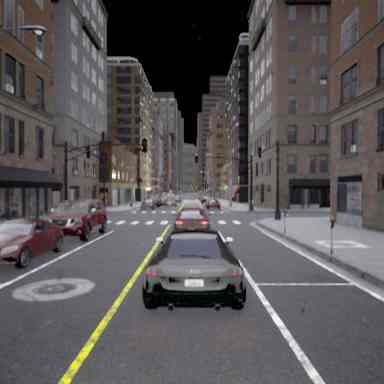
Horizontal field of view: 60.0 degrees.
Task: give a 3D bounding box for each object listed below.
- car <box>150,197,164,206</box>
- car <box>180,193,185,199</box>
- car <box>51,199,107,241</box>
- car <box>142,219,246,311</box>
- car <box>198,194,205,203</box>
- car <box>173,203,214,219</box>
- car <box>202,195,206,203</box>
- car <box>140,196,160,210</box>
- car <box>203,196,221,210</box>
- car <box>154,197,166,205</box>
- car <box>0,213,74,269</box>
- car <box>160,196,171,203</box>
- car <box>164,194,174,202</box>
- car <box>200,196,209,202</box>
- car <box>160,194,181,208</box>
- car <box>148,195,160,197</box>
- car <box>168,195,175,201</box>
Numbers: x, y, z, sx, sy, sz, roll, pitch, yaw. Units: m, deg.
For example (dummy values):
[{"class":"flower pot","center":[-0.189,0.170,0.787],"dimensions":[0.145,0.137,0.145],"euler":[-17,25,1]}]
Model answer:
[{"class":"car","center":[-5.724,1.576,54.820],"dimensions":[1.887,1.381,4.507],"euler":[-1,0,0]},{"class":"car","center":[-3.092,1.540,65.552],"dimensions":[2.128,1.511,4.902],"euler":[0,0,0]},{"class":"car","center":[-5.693,1.315,16.690],"dimensions":[2.192,1.841,5.009],"euler":[-1,0,0]},{"class":"car","center":[0.060,1.563,7.837],"dimensions":[1.994,1.385,4.181],"euler":[0,0,1]},{"class":"car","center":[2.792,1.594,65.978],"dimensions":[1.887,1.381,4.507],"euler":[-1,0,0]},{"class":"car","center":[0.005,1.526,16.974],"dimensions":[1.812,1.442,4.674],"euler":[0,0,0]},{"class":"car","center":[2.805,1.549,49.459],"dimensions":[1.752,1.417,4.829],"euler":[-1,0,0]},{"class":"car","center":[-5.714,1.599,43.691],"dimensions":[1.802,1.307,4.206],"euler":[-1,0,0]},{"class":"car","center":[2.811,1.599,43.725],"dimensions":[1.802,1.307,4.206],"euler":[-1,0,0]},{"class":"car","center":[-5.729,1.564,60.215],"dimensions":[1.752,1.417,4.829],"euler":[-1,0,0]},{"class":"car","center":[-5.685,1.581,11.108],"dimensions":[1.802,1.307,4.206],"euler":[-1,0,0]},{"class":"car","center":[-5.739,1.610,71.514],"dimensions":[2.008,1.369,4.403],"euler":[-1,0,0]},{"class":"car","center":[-5.752,1.397,82.646],"dimensions":[2.192,1.841,5.009],"euler":[-1,0,0]},{"class":"car","center":[2.782,1.615,77.106],"dimensions":[1.887,1.381,4.507],"euler":[-1,0,0]},{"class":"car","center":[-3.135,1.516,48.965],"dimensions":[2.128,1.511,4.902],"euler":[0,0,0]},{"class":"car","center":[-5.722,1.339,49.256],"dimensions":[2.192,1.841,5.009],"euler":[-1,0,0]},{"class":"car","center":[-5.759,1.544,93.776],"dimensions":[1.967,1.590,4.097],"euler":[-1,0,0]}]
